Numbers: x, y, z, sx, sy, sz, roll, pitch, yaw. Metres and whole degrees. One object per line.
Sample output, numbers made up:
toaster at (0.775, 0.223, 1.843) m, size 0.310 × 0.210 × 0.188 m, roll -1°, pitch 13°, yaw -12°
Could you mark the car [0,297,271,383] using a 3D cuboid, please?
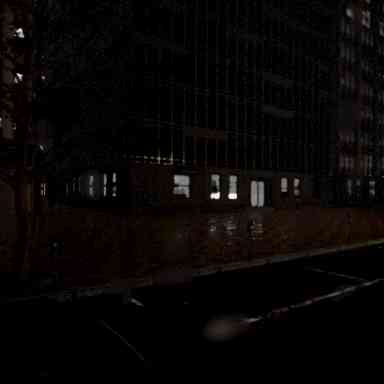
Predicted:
car at (-1.749, 1.601, 2.130) m, size 4.718 × 1.301 × 1.895 m, roll 0°, pitch 0°, yaw -36°
